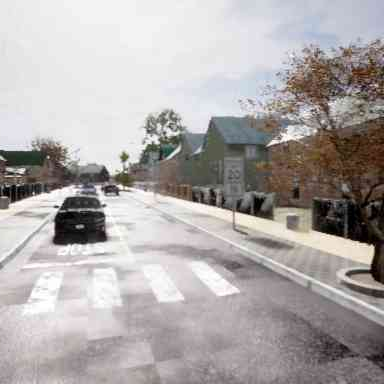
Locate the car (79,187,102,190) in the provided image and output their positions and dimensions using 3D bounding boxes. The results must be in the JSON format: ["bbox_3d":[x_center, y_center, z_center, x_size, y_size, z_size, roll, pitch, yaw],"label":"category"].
[{"bbox_3d":[-8.434,0.510,26.457,1.895,1.301,4.718,-1,2,-17],"label":"car"}]

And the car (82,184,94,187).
[{"bbox_3d":[-12.823,-0.206,41.074,1.882,1.535,5.008,-1,3,-17],"label":"car"}]

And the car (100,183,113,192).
[{"bbox_3d":[-14.634,-0.748,57.080,1.994,1.385,4.181,-1,2,-16],"label":"car"}]

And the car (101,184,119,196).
[{"bbox_3d":[-10.803,-0.321,44.436,1.837,1.490,4.892,-1,1,-17],"label":"car"}]

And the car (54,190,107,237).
[{"bbox_3d":[-4.816,0.892,14.509,1.882,1.535,5.008,-1,3,-17],"label":"car"}]
